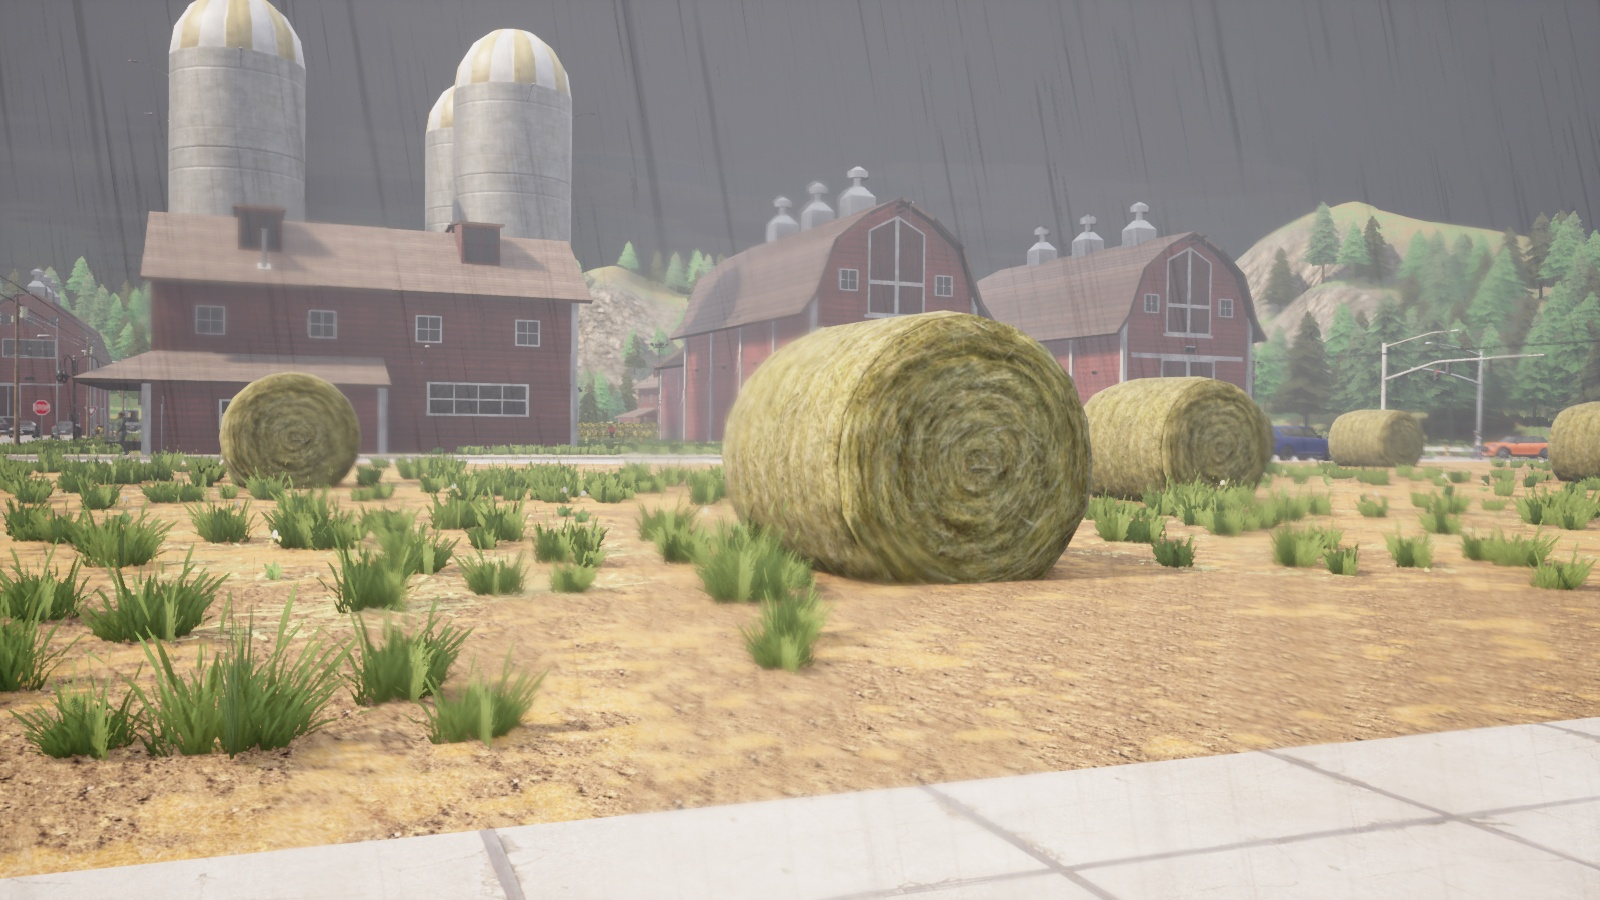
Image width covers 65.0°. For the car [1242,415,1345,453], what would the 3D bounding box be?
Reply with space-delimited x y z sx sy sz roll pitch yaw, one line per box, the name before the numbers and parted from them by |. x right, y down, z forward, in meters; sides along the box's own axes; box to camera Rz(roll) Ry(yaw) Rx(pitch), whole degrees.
car | 27.738 -0.922 70.533 5.566 2.045 2.150 -1 1 -25

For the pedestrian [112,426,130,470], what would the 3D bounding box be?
pedestrian | -28.423 -0.080 52.598 0.614 1.847 0.353 -1 1 -27
